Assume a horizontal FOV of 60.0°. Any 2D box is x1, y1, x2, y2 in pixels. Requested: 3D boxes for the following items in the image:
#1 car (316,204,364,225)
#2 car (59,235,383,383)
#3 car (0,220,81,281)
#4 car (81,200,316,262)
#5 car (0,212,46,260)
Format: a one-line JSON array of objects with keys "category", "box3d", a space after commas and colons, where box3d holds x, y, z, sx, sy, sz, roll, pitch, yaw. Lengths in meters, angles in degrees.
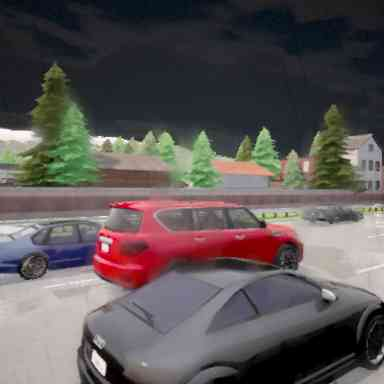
[{"category": "car", "box3d": [10.206, 1.551, 23.922, 5.357, 1.411, 2.033, 0, 0, -35]}, {"category": "car", "box3d": [0.760, 1.564, 4.289, 4.181, 1.385, 1.994, 0, 0, -35]}, {"category": "car", "box3d": [-3.433, 1.548, 9.895, 5.357, 1.411, 2.033, 0, 0, -36]}, {"category": "car", "box3d": [0.417, 1.222, 8.342, 5.566, 2.045, 2.150, 0, 0, -36]}, {"category": "car", "box3d": [-7.622, 1.526, 11.206, 4.674, 1.442, 1.812, 0, 0, -36]}]
